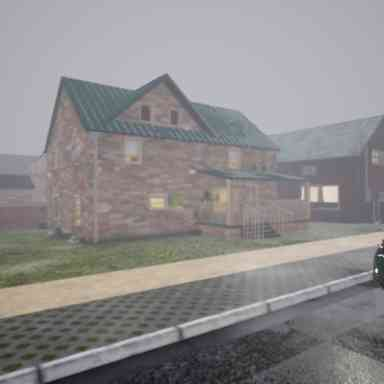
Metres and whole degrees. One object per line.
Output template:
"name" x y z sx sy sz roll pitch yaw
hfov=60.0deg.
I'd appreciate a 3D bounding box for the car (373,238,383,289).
"car" 6.504 1.218 7.780 5.566 2.045 2.150 0 0 -36
